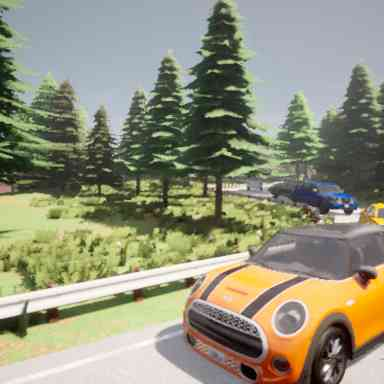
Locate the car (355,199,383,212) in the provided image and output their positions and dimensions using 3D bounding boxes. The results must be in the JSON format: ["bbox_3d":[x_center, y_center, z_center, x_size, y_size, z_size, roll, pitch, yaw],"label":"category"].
[{"bbox_3d":[8.167,1.242,13.587,1.882,1.535,5.008,1,3,19],"label":"car"}]

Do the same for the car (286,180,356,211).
[{"bbox_3d":[9.324,0.334,23.894,2.150,2.045,5.566,1,4,-12],"label":"car"}]

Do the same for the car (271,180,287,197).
[{"bbox_3d":[10.248,-0.184,33.418,2.150,2.045,5.566,2,4,-19],"label":"car"}]

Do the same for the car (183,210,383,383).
[{"bbox_3d":[2.051,1.369,5.423,4.553,1.767,2.097,0,0,-38],"label":"car"}]

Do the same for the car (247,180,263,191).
[{"bbox_3d":[9.219,-1.228,48.477,2.150,2.045,5.566,1,4,12],"label":"car"}]
